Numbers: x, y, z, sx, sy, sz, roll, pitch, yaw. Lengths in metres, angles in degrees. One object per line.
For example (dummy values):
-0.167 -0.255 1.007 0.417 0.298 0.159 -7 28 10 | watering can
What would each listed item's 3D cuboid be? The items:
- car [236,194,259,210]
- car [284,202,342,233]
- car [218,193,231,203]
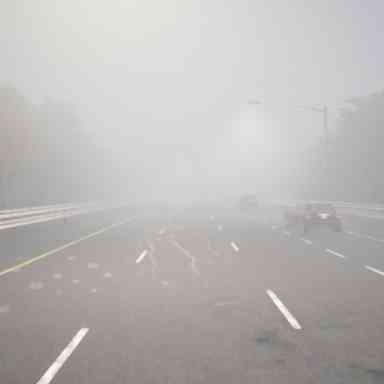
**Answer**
7.083 1.237 42.768 2.150 2.045 5.566 0 0 0 | car
7.013 1.352 19.768 2.097 1.767 4.553 0 0 0 | car
7.258 1.512 72.096 1.882 1.535 5.008 0 0 0 | car
